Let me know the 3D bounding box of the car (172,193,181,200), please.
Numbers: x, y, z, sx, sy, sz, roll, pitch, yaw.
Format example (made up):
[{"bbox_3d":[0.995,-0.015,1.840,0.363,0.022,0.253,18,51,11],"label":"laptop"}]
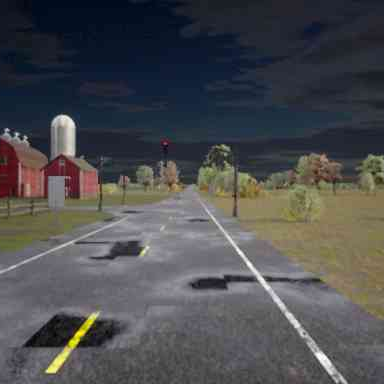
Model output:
[{"bbox_3d":[-3.520,1.103,77.129,1.837,1.490,4.892,0,0,0],"label":"car"}]
